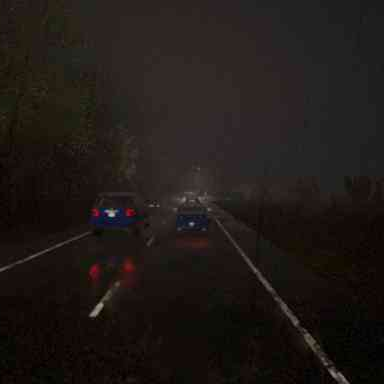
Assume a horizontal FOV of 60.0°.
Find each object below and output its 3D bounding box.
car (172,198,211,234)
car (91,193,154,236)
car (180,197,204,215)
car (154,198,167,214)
[{"bbox_3d":[0.003,1.292,17.838,1.882,1.535,5.008,0,1,0],"label":"car"},{"bbox_3d":[-3.503,1.044,17.230,2.150,2.045,5.566,0,1,0],"label":"car"},{"bbox_3d":[0.027,1.222,31.111,2.033,1.411,5.357,0,1,1],"label":"car"},{"bbox_3d":[-3.473,1.222,31.124,2.033,1.411,5.357,0,1,0],"label":"car"}]
